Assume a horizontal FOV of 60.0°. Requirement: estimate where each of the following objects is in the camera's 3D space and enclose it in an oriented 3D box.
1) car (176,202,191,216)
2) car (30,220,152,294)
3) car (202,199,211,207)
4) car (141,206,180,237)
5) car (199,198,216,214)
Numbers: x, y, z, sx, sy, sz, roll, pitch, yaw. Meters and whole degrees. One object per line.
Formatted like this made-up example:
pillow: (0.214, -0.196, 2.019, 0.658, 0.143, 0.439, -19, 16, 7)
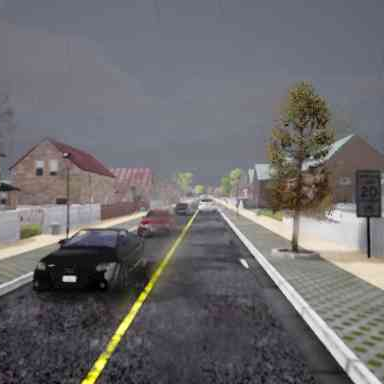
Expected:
car: (-1.153, 1.990, 39.021, 1.837, 1.490, 4.892, 0, -1, 3)
car: (-2.501, 1.676, 9.017, 1.994, 1.385, 4.181, 0, -1, 3)
car: (3.031, 2.326, 68.717, 1.882, 1.535, 5.008, 0, -1, 3)
car: (-1.990, 1.777, 20.062, 1.812, 1.442, 4.674, 0, -1, 2)
car: (2.055, 1.781, 44.683, 2.150, 2.045, 5.566, 0, -1, 4)
